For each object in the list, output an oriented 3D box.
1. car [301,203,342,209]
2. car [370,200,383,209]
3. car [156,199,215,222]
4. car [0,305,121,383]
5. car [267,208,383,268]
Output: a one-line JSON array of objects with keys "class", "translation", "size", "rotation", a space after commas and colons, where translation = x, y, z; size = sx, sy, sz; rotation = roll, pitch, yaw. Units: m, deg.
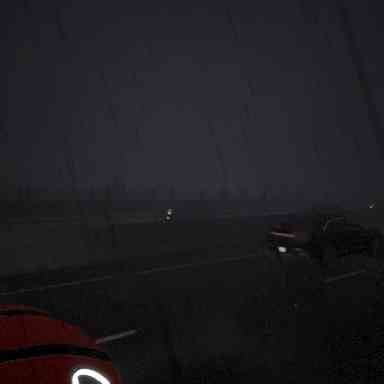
[{"class": "car", "translation": [8.910, 1.535, 23.233], "size": [4.892, 1.490, 1.837], "rotation": [0, 0, -35]}, {"class": "car", "translation": [21.457, 1.628, 36.444], "size": [4.553, 1.767, 2.097], "rotation": [3, -2, -35]}, {"class": "car", "translation": [-0.478, 1.372, 25.140], "size": [4.553, 1.767, 2.097], "rotation": [0, 0, -35]}, {"class": "car", "translation": [-2.644, 1.350, 1.843], "size": [4.553, 1.767, 2.097], "rotation": [0, 0, -36]}, {"class": "car", "translation": [4.677, 1.506, 11.377], "size": [4.902, 1.511, 2.128], "rotation": [0, 0, -35]}]
